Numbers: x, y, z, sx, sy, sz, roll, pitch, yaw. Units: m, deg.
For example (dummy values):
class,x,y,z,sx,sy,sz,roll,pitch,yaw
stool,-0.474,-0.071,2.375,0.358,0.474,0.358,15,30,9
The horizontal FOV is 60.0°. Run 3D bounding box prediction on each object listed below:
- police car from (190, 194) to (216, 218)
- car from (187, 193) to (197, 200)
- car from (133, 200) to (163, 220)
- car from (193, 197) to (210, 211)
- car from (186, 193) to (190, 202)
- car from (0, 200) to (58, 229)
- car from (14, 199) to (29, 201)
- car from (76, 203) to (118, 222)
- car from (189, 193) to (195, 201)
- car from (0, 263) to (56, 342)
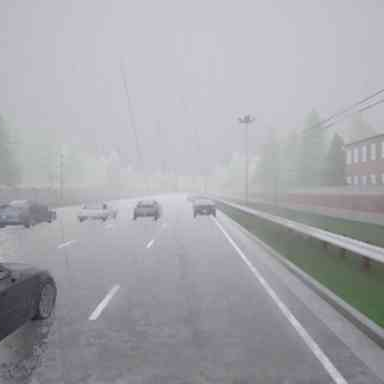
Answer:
class,x,y,z,sx,sy,sz,roll,pitch,yaw
police car,1.046,1.294,29.013,1.930,1.638,5.238,0,0,0
car,-0.009,0.981,79.576,2.128,1.511,4.902,0,0,0
car,-3.404,1.372,26.305,2.128,1.511,4.902,0,0,0
car,1.045,1.350,38.903,1.812,1.442,4.674,0,0,0
car,-0.006,1.202,64.577,2.128,1.511,4.902,0,0,0
car,-10.402,1.452,20.987,2.033,1.411,5.357,0,0,0
car,-13.903,1.352,27.881,1.882,1.535,5.008,0,0,0
car,-6.903,1.489,24.748,1.895,1.301,4.718,0,0,0
car,1.043,1.148,44.872,2.097,1.767,4.553,0,0,0
car,-3.412,1.506,4.223,1.812,1.442,4.674,0,0,0
